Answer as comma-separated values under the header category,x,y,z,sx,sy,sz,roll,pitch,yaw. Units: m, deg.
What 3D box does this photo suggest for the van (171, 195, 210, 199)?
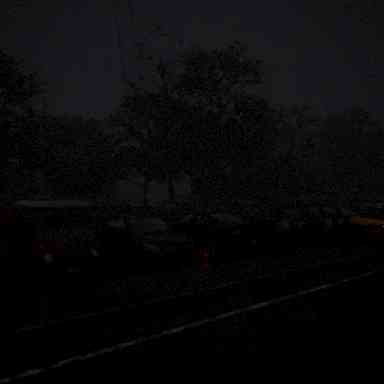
category,x,y,z,sx,sy,sz,roll,pitch,yaw
van,-0.325,1.213,28.191,1.878,1.987,4.442,0,0,-35

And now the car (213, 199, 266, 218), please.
category,x,y,z,sx,sy,sz,roll,pitch,yaw
car,4.362,1.442,31.377,2.097,1.535,5.008,0,0,-35

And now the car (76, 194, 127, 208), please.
category,x,y,z,sx,sy,sz,roll,pitch,yaw
car,-7.011,1.182,23.255,2.435,2.045,5.566,0,0,-35

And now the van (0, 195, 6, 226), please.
category,x,y,z,sx,sy,sz,roll,pitch,yaw
van,-11.507,1.205,20.233,1.878,1.987,4.442,0,0,-35

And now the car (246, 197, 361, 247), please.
category,x,y,z,sx,sy,sz,roll,pitch,yaw
car,5.092,1.313,15.811,2.185,1.767,4.553,0,0,-35

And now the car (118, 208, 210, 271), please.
category,x,y,z,sx,sy,sz,roll,pitch,yaw
car,-1.713,1.473,11.009,2.002,1.452,4.674,0,0,-35

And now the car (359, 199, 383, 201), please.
category,x,y,z,sx,sy,sz,roll,pitch,yaw
car,11.856,1.444,20.671,2.231,1.521,4.892,0,0,-35

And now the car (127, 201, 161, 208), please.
category,x,y,z,sx,sy,sz,roll,pitch,yaw
car,-4.666,1.435,24.952,2.097,1.535,5.008,0,0,-35

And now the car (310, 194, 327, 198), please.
category,x,y,z,sx,sy,sz,roll,pitch,yaw
car,11.147,1.196,36.178,2.435,2.045,5.566,0,0,-35

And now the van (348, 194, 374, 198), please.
category,x,y,z,sx,sy,sz,roll,pitch,yaw
van,20.234,1.230,42.546,1.878,1.987,4.442,0,0,-36

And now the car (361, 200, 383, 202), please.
category,x,y,z,sx,sy,sz,roll,pitch,yaw
car,9.601,1.443,19.051,2.231,1.521,4.892,0,0,-35

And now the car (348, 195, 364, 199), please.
category,x,y,z,sx,sy,sz,roll,pitch,yaw
car,17.898,1.452,41.023,2.097,1.535,5.008,0,0,-35

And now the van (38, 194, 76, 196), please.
category,x,y,z,sx,sy,sz,roll,pitch,yaw
van,-9.353,1.206,21.767,1.878,1.987,4.442,0,0,-35

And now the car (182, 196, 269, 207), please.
category,x,y,z,sx,sy,sz,roll,pitch,yaw
car,2.041,1.310,19.130,4.553,1.767,2.097,0,0,-36

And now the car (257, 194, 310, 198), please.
category,x,y,z,sx,sy,sz,roll,pitch,yaw
car,8.890,1.194,34.572,2.435,2.045,5.566,0,0,-35

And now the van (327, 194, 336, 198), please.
category,x,y,z,sx,sy,sz,roll,pitch,yaw
van,13.455,1.223,37.711,1.878,1.987,4.442,0,0,-35

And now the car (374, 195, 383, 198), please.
category,x,y,z,sx,sy,sz,roll,pitch,yaw
car,22.396,1.493,44.253,2.163,1.488,4.792,0,0,-35

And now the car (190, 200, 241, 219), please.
category,x,y,z,sx,sy,sz,roll,pitch,yaw
car,1.999,1.480,29.705,2.002,1.452,4.674,0,0,-35

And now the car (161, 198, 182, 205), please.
category,x,y,z,sx,sy,sz,roll,pitch,yaw
car,-2.410,1.477,26.561,2.002,1.452,4.674,0,0,-35

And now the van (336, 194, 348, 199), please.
category,x,y,z,sx,sy,sz,roll,pitch,yaw
van,15.577,1.224,39.508,1.878,1.987,4.442,0,0,-35

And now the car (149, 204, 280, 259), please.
category,x,y,z,sx,sy,sz,roll,pitch,yaw
car,0.553,1.435,12.612,2.097,1.535,5.008,0,0,-35

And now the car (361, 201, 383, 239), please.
category,x,y,z,sx,sy,sz,roll,pitch,yaw
car,7.443,1.437,17.295,1.946,1.575,5.366,0,0,-35

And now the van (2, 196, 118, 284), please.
category,x,y,z,sx,sy,sz,roll,pitch,yaw
van,-3.906,1.206,9.302,1.878,1.987,4.442,0,0,-35
